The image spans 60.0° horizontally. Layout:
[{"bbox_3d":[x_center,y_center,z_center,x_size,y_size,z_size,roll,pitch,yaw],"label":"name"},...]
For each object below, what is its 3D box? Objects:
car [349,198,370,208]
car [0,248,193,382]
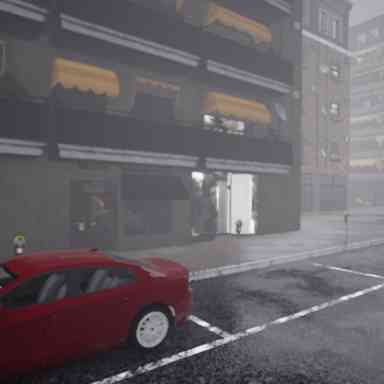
[{"bbox_3d":[21.316,1.442,44.814,1.752,1.417,4.829,1,-1,-35],"label":"car"},{"bbox_3d":[-2.082,1.539,4.594,4.507,1.381,1.887,0,2,-35],"label":"car"}]
